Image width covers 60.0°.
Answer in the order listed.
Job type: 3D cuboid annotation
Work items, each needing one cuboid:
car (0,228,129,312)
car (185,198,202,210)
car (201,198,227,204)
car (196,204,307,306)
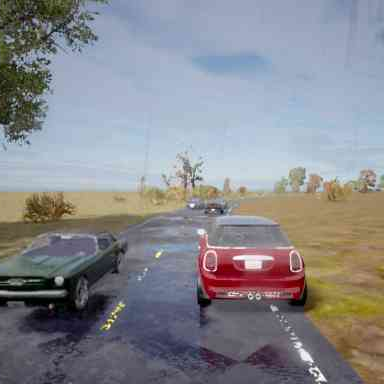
[{"bbox_3d":[-2.921,1.601,7.856,1.895,1.301,4.718,0,0,2],"label":"car"},{"bbox_3d":[0.391,1.475,42.314,2.128,1.511,4.902,0,0,9],"label":"car"},{"bbox_3d":[2.386,1.494,34.813,1.837,1.490,4.892,0,0,8],"label":"car"},{"bbox_3d":[1.197,1.351,8.221,2.097,1.767,4.553,0,0,2],"label":"car"}]
